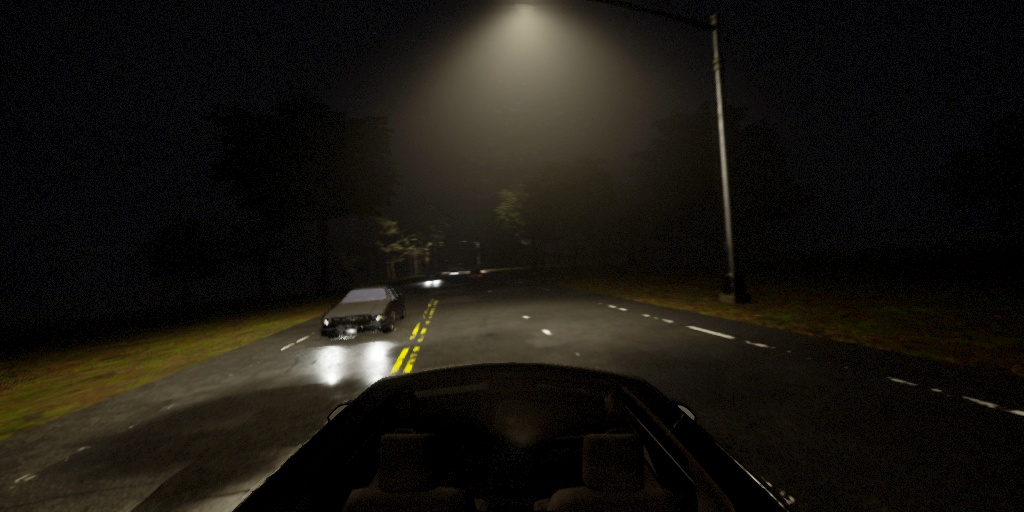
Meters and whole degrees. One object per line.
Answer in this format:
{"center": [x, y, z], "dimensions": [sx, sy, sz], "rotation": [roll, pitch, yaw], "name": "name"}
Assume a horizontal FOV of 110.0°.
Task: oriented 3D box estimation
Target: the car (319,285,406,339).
{"center": [-4.862, 1.749, 12.493], "dimensions": [2.033, 1.411, 5.357], "rotation": [-3, -1, -10], "name": "car"}

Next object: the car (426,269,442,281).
{"center": [-10.729, 2.570, 49.451], "dimensions": [2.128, 1.511, 4.902], "rotation": [-4, -1, -5], "name": "car"}
